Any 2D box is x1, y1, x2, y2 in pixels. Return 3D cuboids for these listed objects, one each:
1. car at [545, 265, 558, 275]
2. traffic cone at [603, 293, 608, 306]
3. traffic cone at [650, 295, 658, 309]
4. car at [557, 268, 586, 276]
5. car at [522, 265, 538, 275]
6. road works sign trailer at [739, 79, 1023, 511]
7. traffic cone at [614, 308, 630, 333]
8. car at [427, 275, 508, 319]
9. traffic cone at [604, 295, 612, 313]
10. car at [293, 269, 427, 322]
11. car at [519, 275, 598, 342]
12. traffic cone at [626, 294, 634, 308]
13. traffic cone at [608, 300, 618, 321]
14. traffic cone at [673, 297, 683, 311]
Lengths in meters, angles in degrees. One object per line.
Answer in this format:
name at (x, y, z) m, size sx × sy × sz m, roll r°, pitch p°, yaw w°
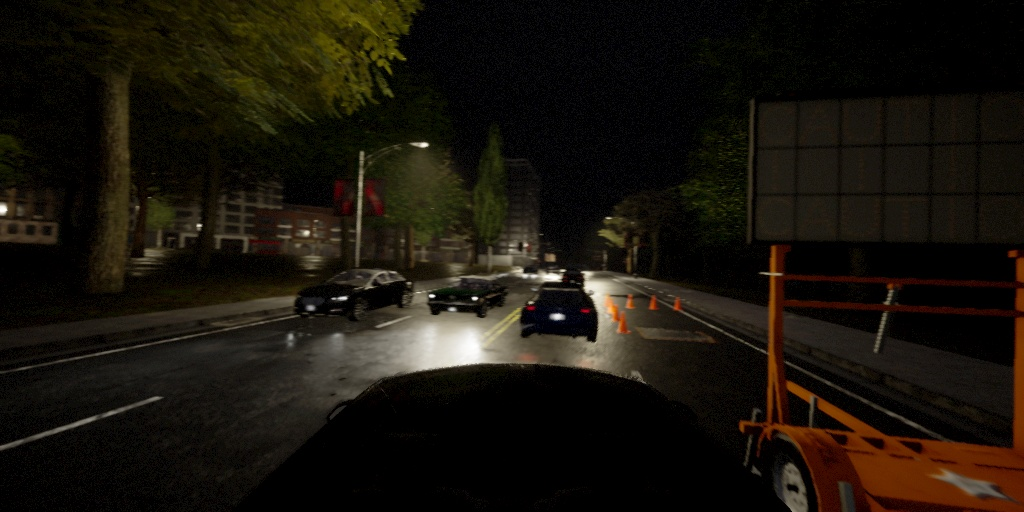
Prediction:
car at (6.033, 2.090, 53.372) m, size 2.128 × 1.511 × 4.902 m, roll 2°, pitch -1°, yaw 11°
traffic cone at (4.312, 1.985, 16.247) m, size 0.340 × 0.580 × 0.340 m, roll 0°, pitch 0°, yaw 11°
traffic cone at (6.277, 2.041, 15.876) m, size 0.340 × 0.580 × 0.340 m, roll 0°, pitch 0°, yaw 11°
car at (4.720, 1.708, 27.870) m, size 1.812 × 1.442 × 4.674 m, roll 2°, pitch -1°, yaw 11°
car at (2.800, 2.067, 53.756) m, size 1.994 × 1.385 × 4.181 m, roll 2°, pitch -1°, yaw 11°
road works sign trailer at (3.266, 0.328, 3.215) m, size 2.380 × 3.560 × 2.880 m, roll 0°, pitch 0°, yaw 11°
traffic cone at (3.203, 1.889, 10.351) m, size 0.340 × 0.580 × 0.340 m, roll 0°, pitch 0°, yaw 11°
car at (-1.488, 1.426, 13.541) m, size 1.895 × 1.301 × 4.718 m, roll 2°, pitch -1°, yaw 11°
traffic cone at (3.942, 1.954, 14.281) m, size 0.340 × 0.580 × 0.340 m, roll 0°, pitch 0°, yaw 11°
car at (-5.043, 1.195, 12.194) m, size 2.128 × 1.511 × 4.902 m, roll 2°, pitch -1°, yaw 11°
car at (1.448, 1.446, 10.489) m, size 1.994 × 1.385 × 4.181 m, roll 2°, pitch -1°, yaw 11°
traffic cone at (5.294, 2.013, 16.062) m, size 0.340 × 0.580 × 0.340 m, roll 0°, pitch 0°, yaw 11°
traffic cone at (3.573, 1.921, 12.316) m, size 0.340 × 0.580 × 0.340 m, roll 0°, pitch 0°, yaw 11°
traffic cone at (7.259, 2.069, 15.691) m, size 0.340 × 0.580 × 0.340 m, roll 0°, pitch 0°, yaw 11°
